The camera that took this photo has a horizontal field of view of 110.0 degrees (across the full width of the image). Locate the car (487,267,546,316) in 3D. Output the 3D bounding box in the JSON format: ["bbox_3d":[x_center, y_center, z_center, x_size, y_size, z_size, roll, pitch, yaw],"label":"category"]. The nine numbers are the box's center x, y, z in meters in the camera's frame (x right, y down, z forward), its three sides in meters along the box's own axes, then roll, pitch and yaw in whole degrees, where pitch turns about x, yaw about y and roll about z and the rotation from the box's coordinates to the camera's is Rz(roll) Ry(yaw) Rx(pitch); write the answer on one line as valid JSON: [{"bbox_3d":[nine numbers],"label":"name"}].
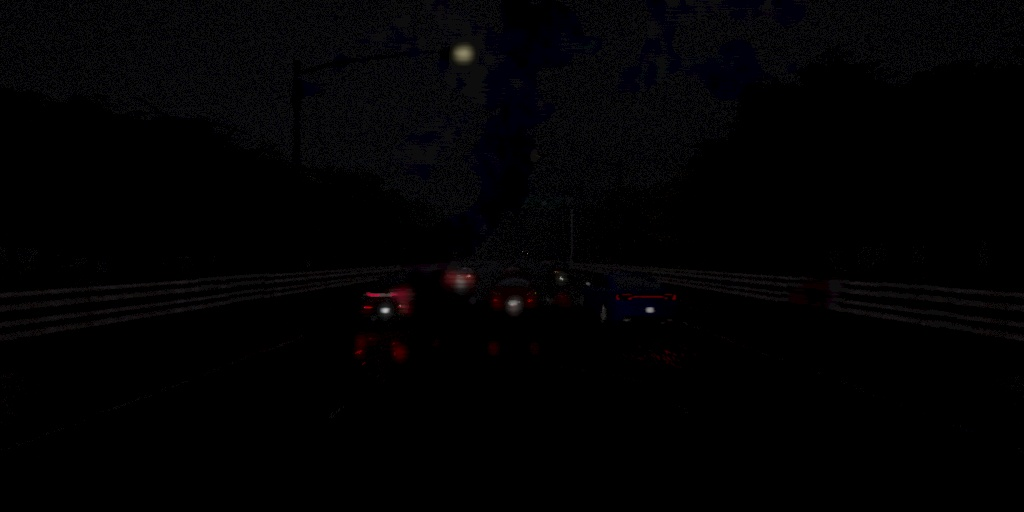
[{"bbox_3d":[0.078,1.332,13.525,1.812,1.442,4.674,0,0,0],"label":"car"}]

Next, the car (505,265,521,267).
[{"bbox_3d":[0.091,1.413,28.671,1.812,1.442,4.674,0,0,0],"label":"car"}]

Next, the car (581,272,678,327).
[{"bbox_3d":[3.571,1.276,11.760,1.882,1.535,5.008,0,-1,0],"label":"car"}]

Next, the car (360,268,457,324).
[{"bbox_3d":[-3.429,1.290,12.186,2.128,1.511,4.902,0,0,1],"label":"car"}]

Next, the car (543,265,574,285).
[{"bbox_3d":[3.585,1.388,27.794,1.837,1.490,4.892,0,0,0],"label":"car"}]

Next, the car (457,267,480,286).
[{"bbox_3d":[-3.424,1.475,26.271,1.895,1.301,4.718,0,0,0],"label":"car"}]
